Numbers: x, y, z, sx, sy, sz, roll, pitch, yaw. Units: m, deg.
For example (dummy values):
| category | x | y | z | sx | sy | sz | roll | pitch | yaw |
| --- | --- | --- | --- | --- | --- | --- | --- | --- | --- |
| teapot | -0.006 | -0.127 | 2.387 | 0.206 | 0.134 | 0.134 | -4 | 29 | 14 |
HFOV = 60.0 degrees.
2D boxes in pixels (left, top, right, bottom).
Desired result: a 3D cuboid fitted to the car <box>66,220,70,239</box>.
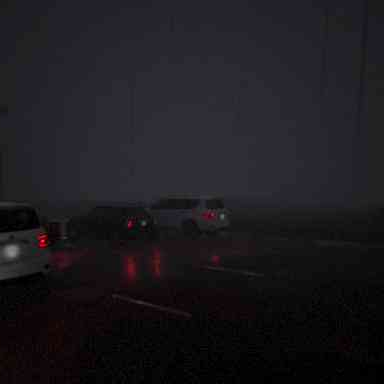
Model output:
| category | x | y | z | sx | sy | sz | roll | pitch | yaw |
| --- | --- | --- | --- | --- | --- | --- | --- | --- | --- |
| car | -7.418 | 1.489 | 13.583 | 5.008 | 1.535 | 1.882 | 0 | 0 | 36 |

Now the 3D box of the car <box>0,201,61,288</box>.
| category | x | y | z | sx | sy | sz | roll | pitch | yaw |
| --- | --- | --- | --- | --- | --- | --- | --- | --- | --- |
| car | -5.709 | 1.229 | 8.062 | 5.566 | 2.045 | 2.150 | 0 | 0 | 36 |

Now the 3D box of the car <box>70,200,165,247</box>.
| category | x | y | z | sx | sy | sz | roll | pitch | yaw |
| --- | --- | --- | --- | --- | --- | --- | --- | --- | --- |
| car | -3.759 | 1.362 | 15.270 | 4.553 | 1.767 | 2.097 | 0 | 0 | 35 |

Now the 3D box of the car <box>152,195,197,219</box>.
| category | x | y | z | sx | sy | sz | roll | pitch | yaw |
| --- | --- | --- | --- | --- | --- | --- | --- | --- | --- |
| car | -1.456 | 1.228 | 28.762 | 1.905 | 1.878 | 3.866 | 0 | 0 | 35 |

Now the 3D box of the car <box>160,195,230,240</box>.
| category | x | y | z | sx | sy | sz | roll | pitch | yaw |
| --- | --- | --- | --- | --- | --- | --- | --- | --- | --- |
| car | -0.724 | 1.230 | 17.406 | 5.566 | 2.045 | 2.150 | 0 | 0 | 35 |
